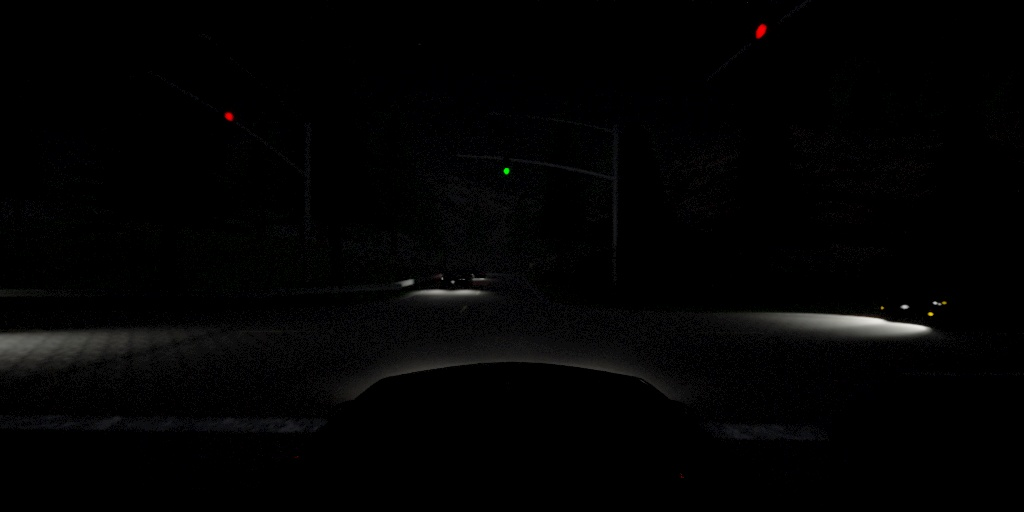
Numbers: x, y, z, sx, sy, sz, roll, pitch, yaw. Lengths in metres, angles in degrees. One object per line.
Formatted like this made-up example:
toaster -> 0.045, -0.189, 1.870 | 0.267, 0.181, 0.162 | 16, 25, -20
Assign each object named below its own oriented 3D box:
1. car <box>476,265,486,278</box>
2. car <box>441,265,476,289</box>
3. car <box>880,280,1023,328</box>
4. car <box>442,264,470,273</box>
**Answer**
car -> -3.987, 1.725, 40.271 | 2.033, 1.411, 5.357 | 0, -1, 2
car -> -3.947, 1.520, 26.194 | 1.837, 1.490, 4.892 | 0, -1, -1
car -> 14.836, 1.490, 11.757 | 4.181, 1.385, 1.994 | 0, -1, 0
car -> -8.873, 1.995, 56.424 | 1.895, 1.301, 4.718 | 1, -1, -44
